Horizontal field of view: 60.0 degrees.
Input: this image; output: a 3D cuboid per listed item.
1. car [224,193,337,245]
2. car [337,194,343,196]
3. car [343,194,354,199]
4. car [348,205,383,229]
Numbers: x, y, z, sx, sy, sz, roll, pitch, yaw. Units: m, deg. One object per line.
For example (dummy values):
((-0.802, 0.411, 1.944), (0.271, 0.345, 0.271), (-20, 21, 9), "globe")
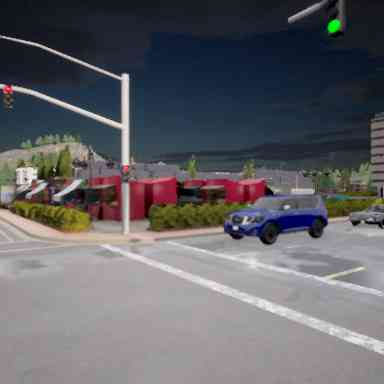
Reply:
((4.064, 1.143, 15.500), (5.566, 2.045, 2.150), (0, 0, -36), "car")
((21.668, 1.043, 54.719), (1.932, 1.855, 4.605), (0, 0, -35), "car")
((26.202, 1.271, 57.971), (1.970, 1.475, 3.806), (0, 0, -35), "car")
((12.010, 1.499, 21.173), (4.718, 1.301, 1.895), (0, 0, -35), "car")
